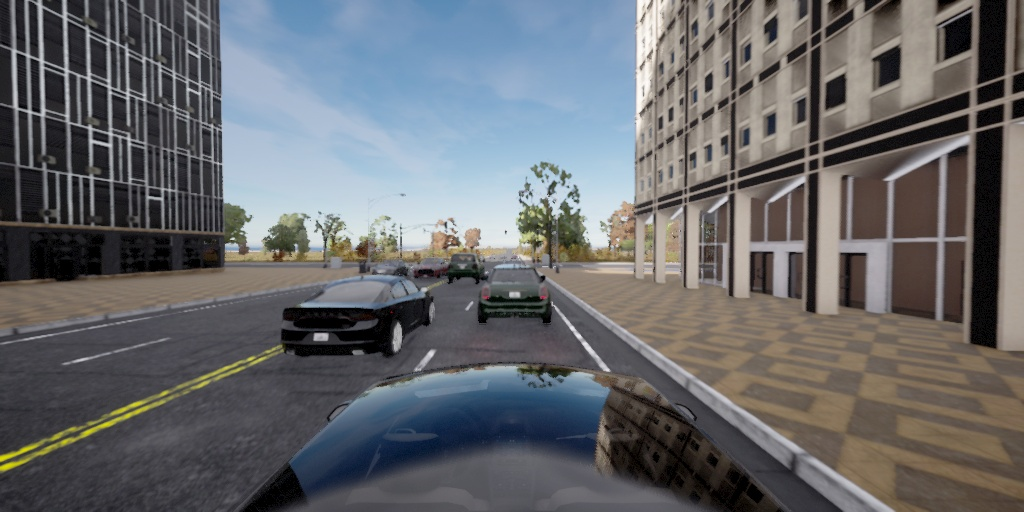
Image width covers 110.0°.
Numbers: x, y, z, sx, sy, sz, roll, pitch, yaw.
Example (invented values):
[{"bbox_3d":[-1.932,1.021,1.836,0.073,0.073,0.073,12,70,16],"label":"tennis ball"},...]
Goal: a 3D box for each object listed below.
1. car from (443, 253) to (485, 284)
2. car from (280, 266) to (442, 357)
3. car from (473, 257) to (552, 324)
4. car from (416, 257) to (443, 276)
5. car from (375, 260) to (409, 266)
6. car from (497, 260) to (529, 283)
[{"bbox_3d":[-3.173,0.807,25.594,2.150,2.045,5.566,0,0,0],"label":"car"},{"bbox_3d":[-3.181,1.183,8.480,1.882,1.535,5.008,0,1,0],"label":"car"},{"bbox_3d":[0.081,1.037,11.825,2.097,1.767,4.553,0,1,0],"label":"car"},{"bbox_3d":[-6.589,0.908,29.545,2.097,1.767,4.553,0,0,0],"label":"car"},{"bbox_3d":[-9.840,1.049,29.339,2.128,1.511,4.902,0,0,0],"label":"car"},{"bbox_3d":[0.079,1.068,26.749,2.128,1.511,4.902,0,0,0],"label":"car"}]
